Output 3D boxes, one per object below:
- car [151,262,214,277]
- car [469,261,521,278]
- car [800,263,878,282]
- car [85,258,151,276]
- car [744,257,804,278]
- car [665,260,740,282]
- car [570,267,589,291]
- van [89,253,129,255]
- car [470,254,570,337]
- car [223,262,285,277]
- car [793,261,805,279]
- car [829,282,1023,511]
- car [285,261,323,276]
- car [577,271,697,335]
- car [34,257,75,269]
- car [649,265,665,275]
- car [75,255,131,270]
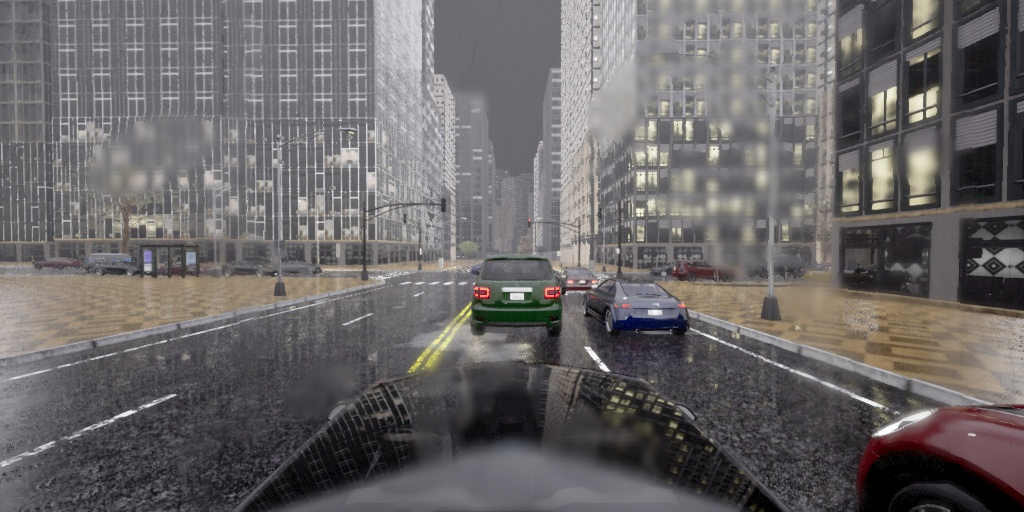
[{"bbox_3d":[-28.354,1.138,31.295,4.207,1.307,1.802,0,0,1],"label":"car"},{"bbox_3d":[-1.530,1.280,33.436,4.674,1.442,1.812,1,1,1],"label":"car"},{"bbox_3d":[27.701,1.578,30.322,4.829,1.417,1.751,0,0,1],"label":"car"},{"bbox_3d":[-34.034,1.069,31.480,4.313,1.339,1.948,0,0,1],"label":"car"},{"bbox_3d":[26.563,1.172,36.122,5.566,2.045,2.150,1,1,1],"label":"car"},{"bbox_3d":[16.253,1.269,30.542,5.009,1.841,2.192,0,0,1],"label":"car"},{"bbox_3d":[3.390,1.288,19.750,2.033,1.411,5.357,0,0,0],"label":"car"},{"bbox_3d":[-45.208,0.605,40.164,3.998,1.789,1.690,0,0,1],"label":"van"},{"bbox_3d":[0.118,0.967,10.415,2.150,2.045,5.566,0,0,0],"label":"car"},{"bbox_3d":[-22.670,1.174,31.150,4.313,1.339,1.948,0,0,1],"label":"car"},{"bbox_3d":[29.311,1.518,32.870,4.902,1.511,2.128,0,1,1],"label":"car"},{"bbox_3d":[3.344,1.103,0.464,2.097,1.767,4.553,0,0,0],"label":"car"},{"bbox_3d":[-20.257,1.149,33.804,4.181,1.385,1.994,1,1,1],"label":"car"},{"bbox_3d":[3.374,1.310,10.508,1.994,1.385,4.181,0,0,-1],"label":"car"},{"bbox_3d":[-50.890,0.793,40.291,4.207,1.307,1.802,0,0,1],"label":"car"},{"bbox_3d":[16.486,1.367,36.343,4.892,1.490,1.837,0,1,-1],"label":"car"},{"bbox_3d":[-37.757,0.918,34.201,4.902,1.511,2.128,1,1,1],"label":"car"}]
